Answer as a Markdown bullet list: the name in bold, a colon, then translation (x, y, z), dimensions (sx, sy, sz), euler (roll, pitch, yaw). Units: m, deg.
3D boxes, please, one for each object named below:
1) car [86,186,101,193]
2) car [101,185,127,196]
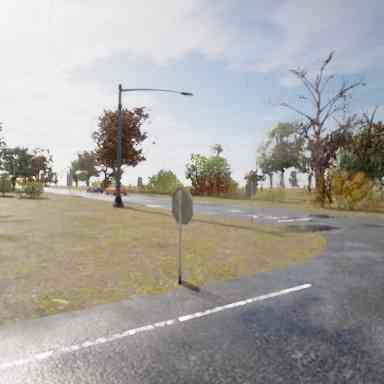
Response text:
- **car**: translation (-17.540, -0.438, 59.933), dimensions (1.895, 1.301, 4.718), euler (0, 2, -36)
- **car**: translation (-11.923, -0.376, 52.075), dimensions (2.097, 1.767, 4.553), euler (0, 2, -36)
